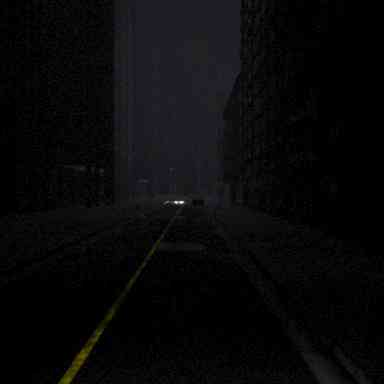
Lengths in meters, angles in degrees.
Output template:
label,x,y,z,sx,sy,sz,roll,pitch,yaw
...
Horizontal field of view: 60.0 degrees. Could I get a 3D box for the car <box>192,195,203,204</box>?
label,x,y,z,sx,sy,sz,roll,pitch,yaw
car,0.901,1.370,59.484,1.837,1.490,4.892,0,0,0

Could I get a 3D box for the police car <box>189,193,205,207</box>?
label,x,y,z,sx,sy,sz,roll,pitch,yaw
police car,0.901,1.309,49.593,1.930,1.638,5.238,0,0,0

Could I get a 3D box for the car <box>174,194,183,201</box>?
label,x,y,z,sx,sy,sz,roll,pitch,yaw
car,-3.001,1.293,76.709,2.128,1.511,4.902,0,0,0
